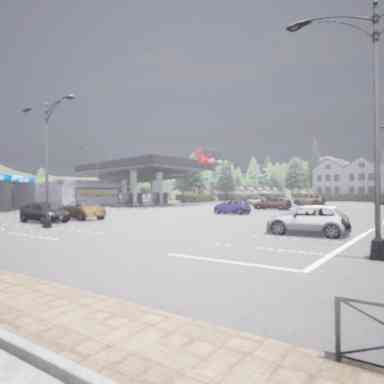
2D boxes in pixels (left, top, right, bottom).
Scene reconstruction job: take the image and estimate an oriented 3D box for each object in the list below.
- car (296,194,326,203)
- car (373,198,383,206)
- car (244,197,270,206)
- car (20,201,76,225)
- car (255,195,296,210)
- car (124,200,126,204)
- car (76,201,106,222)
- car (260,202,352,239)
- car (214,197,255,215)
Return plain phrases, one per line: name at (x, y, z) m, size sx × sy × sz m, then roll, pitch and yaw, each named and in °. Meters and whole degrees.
car at (17.680, 1.238, 50.282) m, size 4.605 × 1.855 × 1.932 m, roll -1°, pitch 0°, yaw 36°
car at (29.860, 1.343, 49.997) m, size 4.514 × 1.523 × 2.007 m, roll -1°, pitch 0°, yaw 36°
car at (10.806, 1.582, 55.242) m, size 3.806 × 1.475 × 1.970 m, roll -1°, pitch 0°, yaw 36°
car at (-11.127, 1.562, 24.956) m, size 4.514 × 1.523 × 2.007 m, roll -1°, pitch 0°, yaw 36°
car at (9.772, 1.446, 40.631) m, size 4.514 × 1.523 × 2.007 m, roll -1°, pitch 0°, yaw 36°
car at (-13.900, 2.016, 78.029) m, size 2.242 × 1.667 × 4.611 m, roll -1°, pitch 0°, yaw 36°
car at (-9.322, 1.553, 27.522) m, size 5.027 × 1.636 × 2.152 m, roll -1°, pitch 0°, yaw 36°
car at (5.678, 1.430, 16.413) m, size 3.806 × 1.475 × 1.970 m, roll -1°, pitch 0°, yaw 36°
car at (3.855, 1.469, 32.579) m, size 3.633 × 1.501 × 1.845 m, roll -1°, pitch 0°, yaw 36°
